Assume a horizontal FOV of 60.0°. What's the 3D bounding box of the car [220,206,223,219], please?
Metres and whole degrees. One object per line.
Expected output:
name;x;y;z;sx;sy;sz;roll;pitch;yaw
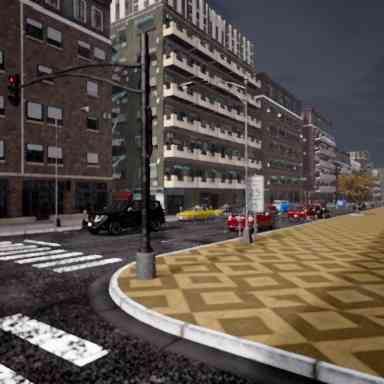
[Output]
car;4.572;2.009;33.013;1.837;1.490;4.892;-1;-1;35

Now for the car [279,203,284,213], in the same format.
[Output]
car;5.935;1.987;29.386;2.033;1.411;5.357;-1;-1;35

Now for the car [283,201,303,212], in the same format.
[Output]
car;16.620;2.356;54.800;1.967;1.590;4.097;-2;-2;35

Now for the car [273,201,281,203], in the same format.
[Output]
car;10.160;2.284;45.528;1.887;1.381;4.507;-2;-2;35

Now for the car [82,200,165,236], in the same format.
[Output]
car;-4.022;1.492;20.675;2.150;2.045;5.566;-1;-1;37

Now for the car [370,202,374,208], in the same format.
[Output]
car;36.366;2.742;68.586;2.008;1.369;4.403;-2;-2;35

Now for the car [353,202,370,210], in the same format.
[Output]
car;29.905;2.580;59.316;1.947;1.339;4.313;-2;-2;35

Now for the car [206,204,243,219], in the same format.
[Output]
car;3.603;2.085;36.119;1.752;1.417;4.829;-2;-2;35

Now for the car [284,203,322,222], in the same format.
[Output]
car;10.523;2.029;31.509;1.887;1.381;4.507;-2;-2;35

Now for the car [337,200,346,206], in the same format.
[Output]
car;39.135;2.878;87.185;1.690;1.788;3.998;-2;-2;35

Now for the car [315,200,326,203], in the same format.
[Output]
car;26.310;2.496;68.708;2.192;1.841;5.009;-2;-2;35

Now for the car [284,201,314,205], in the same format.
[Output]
car;15.714;2.385;48.828;2.033;1.411;5.357;-1;-1;35

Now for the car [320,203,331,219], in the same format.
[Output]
car;13.754;2.139;36.143;1.947;1.339;4.313;-2;-2;35

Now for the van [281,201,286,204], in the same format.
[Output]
van;13.389;2.169;50.168;1.690;1.788;3.998;-2;-2;35

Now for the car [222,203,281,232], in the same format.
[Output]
car;4.061;1.748;22.242;1.967;1.590;4.097;-2;-2;35

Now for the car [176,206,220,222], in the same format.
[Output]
car;0.372;1.997;31.485;1.752;1.417;4.829;-2;-2;35
